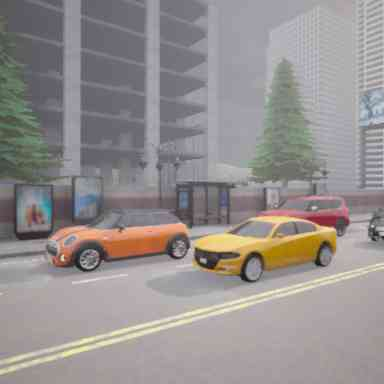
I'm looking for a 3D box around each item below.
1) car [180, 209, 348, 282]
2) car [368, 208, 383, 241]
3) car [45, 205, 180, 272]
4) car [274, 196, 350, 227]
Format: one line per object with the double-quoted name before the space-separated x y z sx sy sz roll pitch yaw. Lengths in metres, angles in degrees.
"car" 2.318 1.484 9.942 5.008 1.535 1.882 0 0 -36
"car" 10.087 1.505 15.468 4.902 1.511 2.128 0 0 -35
"car" -2.307 1.356 10.943 4.553 1.767 2.097 0 0 -35
"car" 5.628 1.233 16.596 5.566 2.045 2.150 0 0 -35
